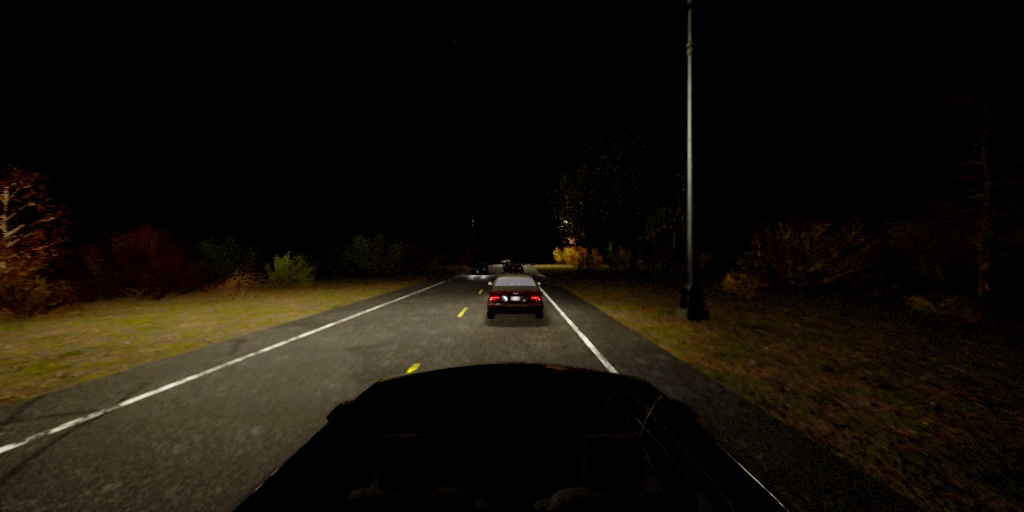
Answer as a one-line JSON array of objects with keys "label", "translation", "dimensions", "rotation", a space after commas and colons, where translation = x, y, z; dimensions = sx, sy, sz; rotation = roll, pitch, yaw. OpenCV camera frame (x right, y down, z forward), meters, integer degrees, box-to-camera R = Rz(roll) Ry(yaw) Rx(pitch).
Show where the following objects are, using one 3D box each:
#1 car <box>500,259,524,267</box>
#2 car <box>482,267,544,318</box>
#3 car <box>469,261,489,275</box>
[{"label": "car", "translation": [0.100, 1.242, 32.994], "dimensions": [2.128, 1.511, 4.902], "rotation": [0, 0, 0]}, {"label": "car", "translation": [0.100, 1.297, 13.019], "dimensions": [2.033, 1.411, 5.357], "rotation": [0, 0, 0]}, {"label": "car", "translation": [-3.565, 1.297, 39.986], "dimensions": [2.033, 1.411, 5.357], "rotation": [0, 0, 0]}]
